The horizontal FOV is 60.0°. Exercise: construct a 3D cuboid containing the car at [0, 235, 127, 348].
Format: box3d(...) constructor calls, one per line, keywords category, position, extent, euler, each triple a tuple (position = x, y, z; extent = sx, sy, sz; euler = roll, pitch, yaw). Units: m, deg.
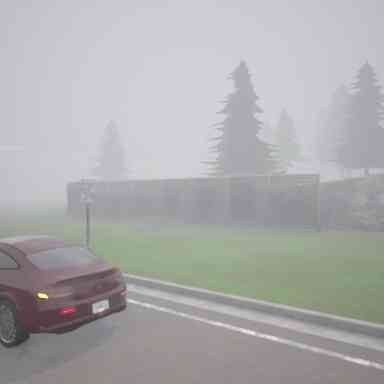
box3d(category="car", position=(-3.239, 1.557, 6.319), extent=(4.674, 1.442, 1.812), euler=(0, 0, 35))
